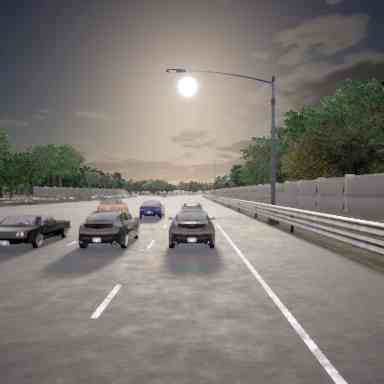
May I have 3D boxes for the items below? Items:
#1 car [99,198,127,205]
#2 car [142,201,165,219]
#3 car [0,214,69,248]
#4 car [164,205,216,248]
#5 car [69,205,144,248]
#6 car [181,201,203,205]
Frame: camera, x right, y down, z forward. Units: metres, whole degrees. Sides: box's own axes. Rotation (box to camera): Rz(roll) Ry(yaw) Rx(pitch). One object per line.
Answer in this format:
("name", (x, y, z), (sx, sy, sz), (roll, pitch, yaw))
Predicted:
("car", (-7.000, 1.375, 29.621), (2.097, 1.767, 4.553), (0, 0, 0))
("car", (-3.500, 1.494, 29.651), (1.882, 1.535, 5.008), (0, 0, 0))
("car", (-7.000, 1.616, 14.680), (1.895, 1.301, 4.718), (0, 0, 0))
("car", (0.000, 1.517, 14.650), (1.837, 1.490, 4.892), (0, 0, 0))
("car", (-3.500, 1.517, 14.650), (1.837, 1.490, 4.892), (0, 0, 0))
("car", (0.000, 1.505, 29.650), (2.128, 1.511, 4.902), (0, 0, 0))
